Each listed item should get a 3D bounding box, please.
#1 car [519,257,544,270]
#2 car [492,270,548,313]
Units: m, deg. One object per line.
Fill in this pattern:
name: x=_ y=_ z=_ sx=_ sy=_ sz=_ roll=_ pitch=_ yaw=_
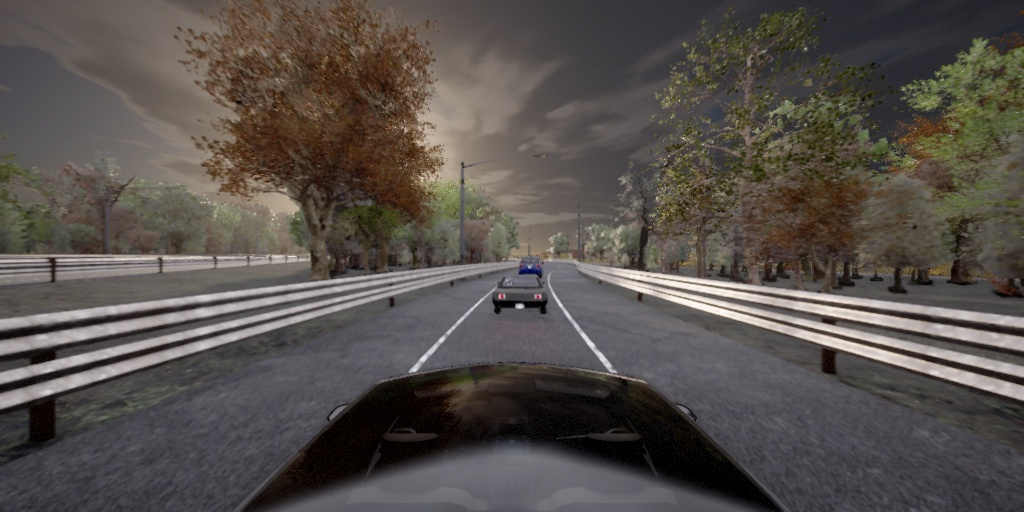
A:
car: x=1.931 y=1.118 z=35.510 sx=2.150 sy=2.045 sz=5.566 roll=0 pitch=0 yaw=6
car: x=0.355 y=1.398 z=14.213 sx=1.895 sy=1.301 sz=4.718 roll=0 pitch=0 yaw=2
